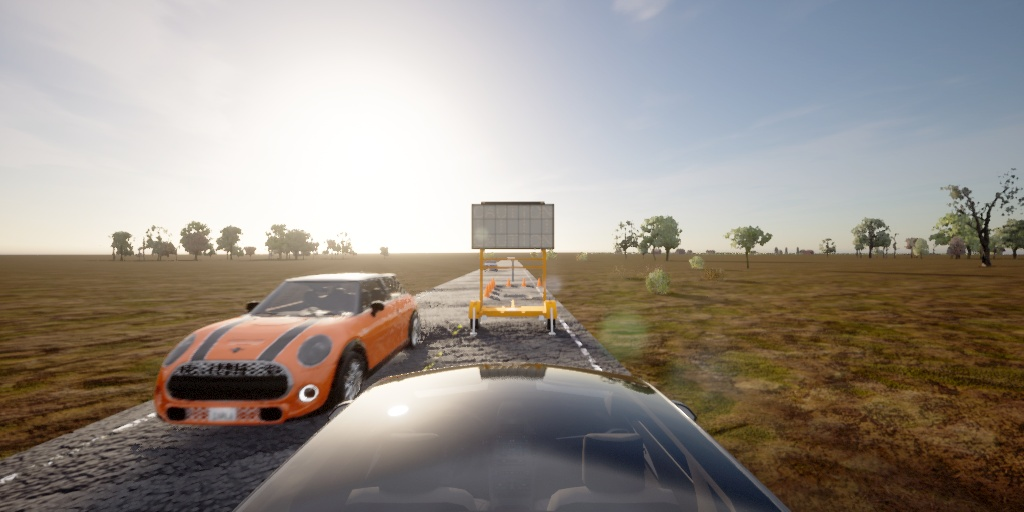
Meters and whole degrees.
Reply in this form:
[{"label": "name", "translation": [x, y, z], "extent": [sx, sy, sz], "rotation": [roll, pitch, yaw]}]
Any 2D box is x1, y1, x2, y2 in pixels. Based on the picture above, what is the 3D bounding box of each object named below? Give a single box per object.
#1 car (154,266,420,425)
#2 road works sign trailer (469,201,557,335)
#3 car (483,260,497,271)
[{"label": "car", "translation": [-3.088, 1.101, 6.076], "extent": [2.097, 1.767, 4.553], "rotation": [0, 0, 0]}, {"label": "road works sign trailer", "translation": [0.026, 0.213, 10.518], "extent": [2.380, 3.560, 2.880], "rotation": [0, 0, 0]}, {"label": "car", "translation": [-2.968, 1.290, 48.584], "extent": [2.033, 1.411, 5.357], "rotation": [0, 0, 0]}]
